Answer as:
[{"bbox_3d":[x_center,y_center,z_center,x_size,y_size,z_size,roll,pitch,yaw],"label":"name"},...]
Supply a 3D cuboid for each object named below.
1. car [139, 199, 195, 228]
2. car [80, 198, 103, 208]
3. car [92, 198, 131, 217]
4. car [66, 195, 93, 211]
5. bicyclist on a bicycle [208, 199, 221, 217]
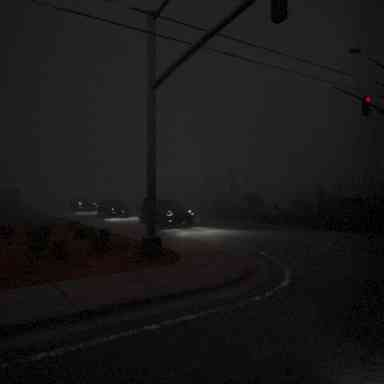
[{"bbox_3d":[-1.747,1.298,22.142,2.097,1.767,4.553,0,0,-33],"label":"car"},{"bbox_3d":[-14.653,1.524,48.274,1.895,1.301,4.718,0,0,-33],"label":"car"},{"bbox_3d":[-7.220,1.444,30.419,1.837,1.490,4.892,0,0,-34],"label":"car"},{"bbox_3d":[-12.744,1.284,38.795,2.097,1.767,4.553,0,0,-33],"label":"car"},{"bbox_3d":[2.043,1.398,29.278,1.656,1.620,0.582,0,0,-33],"label":"bicyclist on a bicycle"}]
